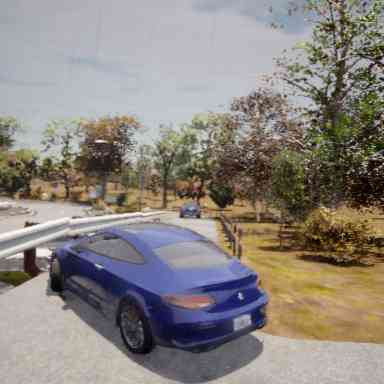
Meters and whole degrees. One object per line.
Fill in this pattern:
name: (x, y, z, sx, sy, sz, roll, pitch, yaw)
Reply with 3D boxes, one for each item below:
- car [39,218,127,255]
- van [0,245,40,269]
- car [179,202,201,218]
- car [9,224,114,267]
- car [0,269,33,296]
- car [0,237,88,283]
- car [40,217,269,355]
car: (-7.546, 3.099, 23.468, 5.566, 2.045, 2.435, 3, 2, -16)
van: (-8.023, 3.505, 14.447, 4.442, 1.987, 1.878, 3, 2, -17)
car: (-0.263, 1.870, 36.600, 2.097, 1.767, 4.553, 2, -2, -5)
car: (-7.777, 3.224, 20.418, 5.566, 2.045, 2.435, 3, 3, -17)
car: (-8.328, 3.852, 11.405, 4.892, 1.521, 2.231, 3, 3, -17)
car: (-7.918, 3.477, 17.431, 4.553, 1.767, 2.185, 3, 3, -17)
car: (-0.881, 1.247, 5.660, 1.812, 1.442, 4.674, -1, 3, -40)
